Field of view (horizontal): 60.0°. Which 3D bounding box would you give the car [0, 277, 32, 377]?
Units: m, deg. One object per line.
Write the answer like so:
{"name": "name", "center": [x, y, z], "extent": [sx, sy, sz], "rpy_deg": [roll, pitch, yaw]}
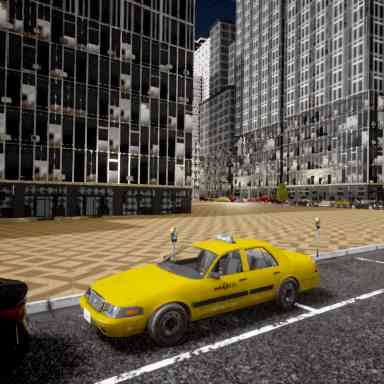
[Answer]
{"name": "car", "center": [-3.944, 1.565, 3.272], "extent": [4.313, 1.339, 1.947], "rpy_deg": [0, 1, -36]}

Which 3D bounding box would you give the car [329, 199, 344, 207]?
{"name": "car", "center": [25.601, 1.839, 56.702], "extent": [1.752, 1.417, 4.829], "rpy_deg": [1, -1, -22]}

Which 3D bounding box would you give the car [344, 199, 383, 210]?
{"name": "car", "center": [22.592, 1.653, 43.201], "extent": [2.008, 1.369, 4.403], "rpy_deg": [1, -1, -22]}

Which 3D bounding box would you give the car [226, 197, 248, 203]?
{"name": "car", "center": [9.938, 1.729, 74.275], "extent": [1.967, 1.590, 4.097], "rpy_deg": [1, -1, -22]}

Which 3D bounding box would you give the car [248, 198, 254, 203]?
{"name": "car", "center": [15.114, 2.051, 82.450], "extent": [1.802, 1.307, 4.206], "rpy_deg": [1, -1, -22]}

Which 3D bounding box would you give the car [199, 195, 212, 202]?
{"name": "car", "center": [3.612, 1.698, 89.813], "extent": [2.192, 1.841, 5.009], "rpy_deg": [1, -1, -22]}

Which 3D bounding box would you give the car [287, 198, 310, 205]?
{"name": "car", "center": [21.445, 1.926, 66.907], "extent": [2.008, 1.369, 4.403], "rpy_deg": [1, -1, -22]}

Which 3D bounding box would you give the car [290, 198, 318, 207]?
{"name": "car", "center": [18.374, 1.715, 53.559], "extent": [2.008, 1.369, 4.403], "rpy_deg": [1, -1, -22]}

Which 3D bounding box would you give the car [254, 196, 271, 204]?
{"name": "car", "center": [17.228, 1.753, 77.272], "extent": [2.192, 1.841, 5.009], "rpy_deg": [1, -1, -22]}

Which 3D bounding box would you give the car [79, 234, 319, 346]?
{"name": "car", "center": [0.420, 1.528, 6.330], "extent": [4.829, 1.417, 1.752], "rpy_deg": [0, 1, -35]}

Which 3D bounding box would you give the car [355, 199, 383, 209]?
{"name": "car", "center": [27.776, 1.833, 51.363], "extent": [2.008, 1.369, 4.403], "rpy_deg": [1, -1, -22]}

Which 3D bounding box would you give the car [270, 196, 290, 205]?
{"name": "car", "center": [16.266, 1.636, 58.739], "extent": [1.967, 1.590, 4.097], "rpy_deg": [1, -1, -22]}

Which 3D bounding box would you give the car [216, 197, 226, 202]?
{"name": "car", "center": [7.892, 1.845, 79.296], "extent": [1.752, 1.417, 4.829], "rpy_deg": [1, -1, -22]}
